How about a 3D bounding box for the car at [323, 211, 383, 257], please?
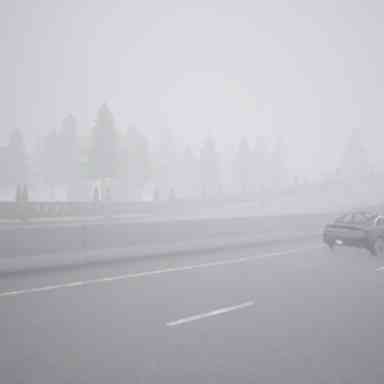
[{"bbox_3d":[7.262,1.534,13.318,4.902,1.511,2.128,-2,1,-35],"label":"car"}]
